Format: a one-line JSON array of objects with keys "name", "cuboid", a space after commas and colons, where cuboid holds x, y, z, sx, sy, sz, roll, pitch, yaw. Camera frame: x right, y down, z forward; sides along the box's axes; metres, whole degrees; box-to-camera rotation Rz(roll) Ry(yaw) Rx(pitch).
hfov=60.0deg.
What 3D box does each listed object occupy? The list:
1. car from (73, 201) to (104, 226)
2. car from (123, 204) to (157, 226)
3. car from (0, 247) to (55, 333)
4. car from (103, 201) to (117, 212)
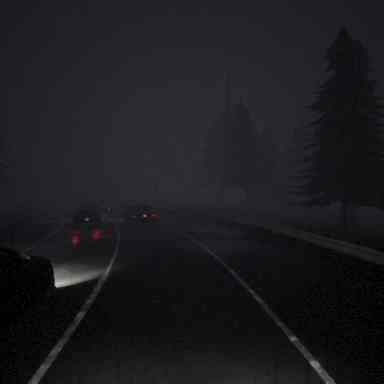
[{"name": "car", "cuboid": [-7.448, 1.571, 23.672, 1.812, 1.442, 4.674, 0, 0, -17]}, {"name": "car", "cuboid": [-3.760, 1.580, 23.680, 2.033, 1.411, 5.357, 0, 0, -17]}, {"name": "car", "cuboid": [-3.887, 1.582, 5.632, 1.994, 1.385, 4.181, 0, 0, -5]}, {"name": "car", "cuboid": [-10.311, 1.669, 39.344, 1.895, 1.301, 4.718, 0, 0, -27]}]
